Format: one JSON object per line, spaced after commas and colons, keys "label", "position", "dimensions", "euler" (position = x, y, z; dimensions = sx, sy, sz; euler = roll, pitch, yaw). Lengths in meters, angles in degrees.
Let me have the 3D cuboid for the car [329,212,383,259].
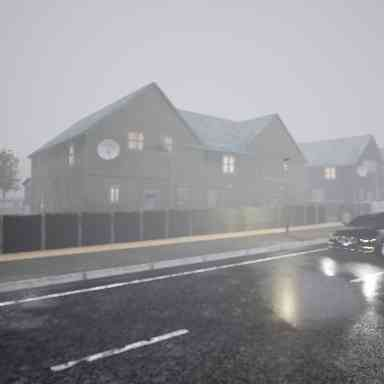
{"label": "car", "position": [7.306, 1.578, 13.071], "dimensions": [4.892, 1.490, 1.837], "euler": [0, 0, -37]}
